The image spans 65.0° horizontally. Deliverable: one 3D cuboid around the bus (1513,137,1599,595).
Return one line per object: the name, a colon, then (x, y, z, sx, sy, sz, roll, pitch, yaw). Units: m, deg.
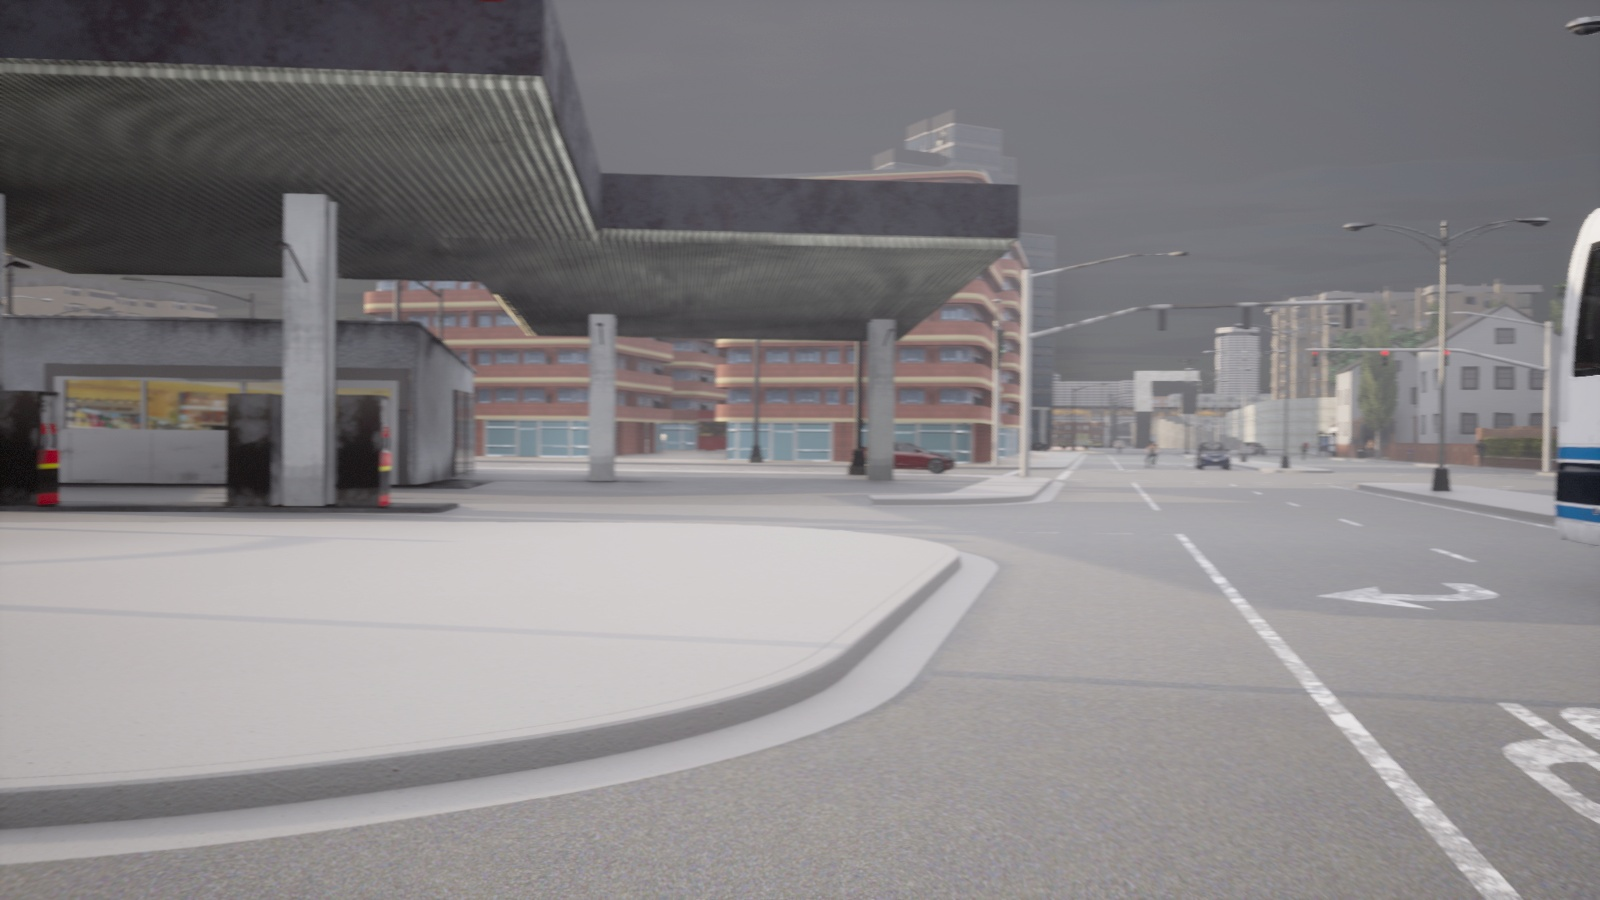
bus: (8.875, -0.757, 8.238, 3.944, 4.253, 10.273, -1, 1, 9)

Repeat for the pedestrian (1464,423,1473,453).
pedestrian: (43.539, -0.807, 81.779, 0.402, 1.930, 0.666, -1, 1, 14)

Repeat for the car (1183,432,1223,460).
car: (23.538, -0.244, 73.470, 1.851, 1.617, 3.988, -1, 1, 13)

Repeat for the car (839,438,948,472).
car: (4.384, 0.227, 58.478, 4.792, 1.488, 2.163, -1, 1, 12)
